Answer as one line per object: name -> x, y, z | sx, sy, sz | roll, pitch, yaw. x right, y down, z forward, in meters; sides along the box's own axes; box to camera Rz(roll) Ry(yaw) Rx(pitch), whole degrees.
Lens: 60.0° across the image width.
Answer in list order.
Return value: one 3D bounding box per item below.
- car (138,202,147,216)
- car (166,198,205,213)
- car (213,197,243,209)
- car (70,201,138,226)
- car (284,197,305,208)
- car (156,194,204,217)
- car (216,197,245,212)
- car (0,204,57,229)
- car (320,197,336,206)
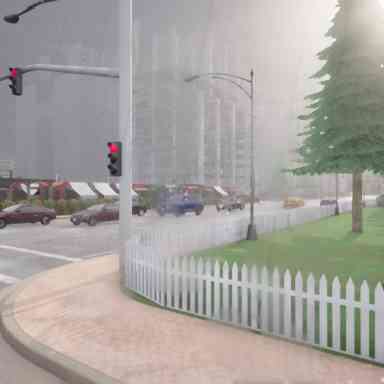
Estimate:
car -> -6.196, 1.478, 29.914 | 1.882, 1.535, 5.008 | 0, 0, 34
car -> -0.654, 1.491, 38.128 | 2.128, 1.511, 4.902 | 0, 0, 34
car -> 5.160, 1.491, 46.696 | 2.128, 1.511, 4.902 | 0, 0, 34
car -> -6.300, 1.526, 23.458 | 1.812, 1.442, 4.674 | 0, 0, 34
car -> 14.892, 1.477, 48.340 | 1.882, 1.535, 5.008 | 0, 0, 34
car -> -0.990, 1.221, 31.378 | 2.150, 2.045, 5.566 | 0, 0, 34
car -> 4.645, 1.491, 39.718 | 2.128, 1.511, 4.902 | 0, 0, 34
car -> -11.415, 1.526, 22.169 | 1.812, 1.442, 4.674 | 0, 0, 36
car -> 21.080, 1.526, 51.264 | 1.812, 1.442, 4.674 | 0, 0, 34
